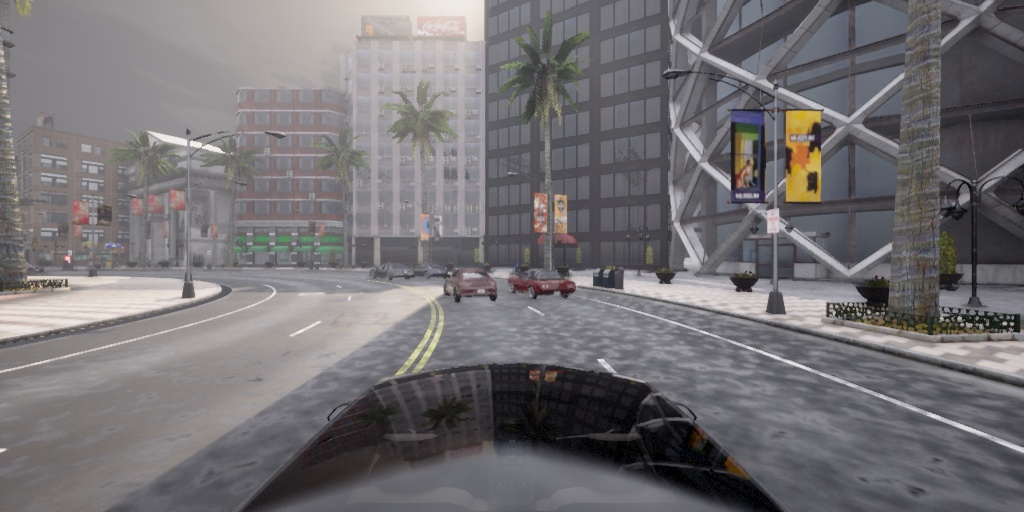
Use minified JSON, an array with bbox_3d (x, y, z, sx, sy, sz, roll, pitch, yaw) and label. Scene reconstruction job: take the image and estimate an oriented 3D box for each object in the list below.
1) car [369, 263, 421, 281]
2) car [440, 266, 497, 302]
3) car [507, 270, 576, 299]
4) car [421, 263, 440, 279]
[{"bbox_3d":[-10.178,1.313,30.192,2.033,1.411,5.357,0,0,-44],"label":"car"},{"bbox_3d":[-2.015,1.283,16.859,1.812,1.442,4.674,0,0,-19],"label":"car"},{"bbox_3d":[1.282,1.366,18.034,1.895,1.301,4.718,0,0,-19],"label":"car"},{"bbox_3d":[-7.653,1.322,32.616,1.994,1.385,4.181,0,0,-44],"label":"car"}]
